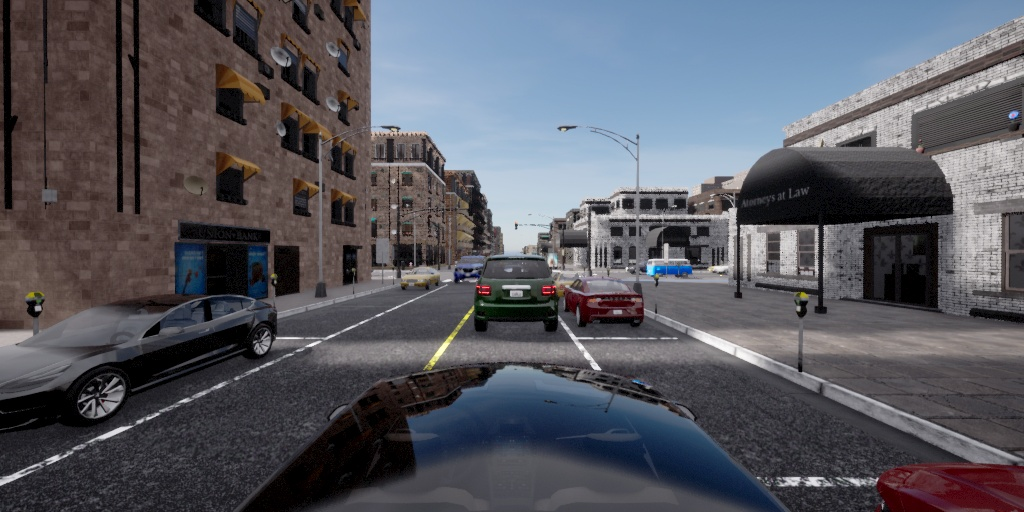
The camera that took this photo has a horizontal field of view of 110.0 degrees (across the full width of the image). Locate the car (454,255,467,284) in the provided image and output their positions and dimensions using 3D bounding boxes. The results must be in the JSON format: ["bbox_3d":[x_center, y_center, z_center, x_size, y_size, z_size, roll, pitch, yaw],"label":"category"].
[{"bbox_3d":[-3.065,0.976,27.655,2.150,2.045,5.566,0,0,0],"label":"car"}]

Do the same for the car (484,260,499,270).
[{"bbox_3d":[-3.026,1.340,53.823,1.994,1.385,4.181,0,0,0],"label":"car"}]

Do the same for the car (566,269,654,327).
[{"bbox_3d":[2.702,1.295,11.369,1.888,1.381,4.507,0,0,0],"label":"car"}]

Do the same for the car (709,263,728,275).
[{"bbox_3d":[24.817,1.414,39.367,4.718,1.301,1.895,0,0,0],"label":"car"}]

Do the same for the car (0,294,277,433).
[{"bbox_3d":[-5.686,1.315,5.689,1.948,1.339,4.313,0,0,0],"label":"car"}]

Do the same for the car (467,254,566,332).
[{"bbox_3d":[0.109,0.972,11.042,2.150,2.045,5.566,0,0,0],"label":"car"}]

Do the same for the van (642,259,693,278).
[{"bbox_3d":[14.697,1.166,33.517,3.998,1.789,1.690,0,0,0],"label":"van"}]

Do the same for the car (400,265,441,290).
[{"bbox_3d":[-5.664,1.279,22.608,1.751,1.417,4.829,0,0,0],"label":"car"}]

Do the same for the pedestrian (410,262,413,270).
[{"bbox_3d":[-12.574,1.215,44.671,0.500,1.100,0.500,0,0,0],"label":"pedestrian"}]

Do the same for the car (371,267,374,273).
[{"bbox_3d":[-16.436,1.346,35.912,4.718,1.301,1.895,0,0,0],"label":"car"}]

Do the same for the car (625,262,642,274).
[{"bbox_3d":[14.975,1.279,39.317,4.902,1.511,2.128,0,0,-2],"label":"car"}]
